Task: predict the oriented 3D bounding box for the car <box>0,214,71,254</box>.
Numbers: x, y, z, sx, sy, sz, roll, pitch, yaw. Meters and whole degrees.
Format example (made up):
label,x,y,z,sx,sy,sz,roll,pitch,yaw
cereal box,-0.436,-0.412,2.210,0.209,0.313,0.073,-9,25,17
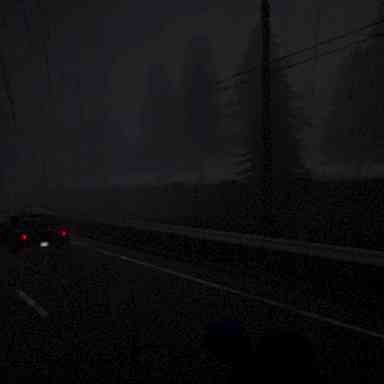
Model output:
label,x,y,z,sx,sy,sz,roll,pitch,yaw
car,-6.639,1.557,13.445,1.895,1.301,4.718,-1,1,-40
